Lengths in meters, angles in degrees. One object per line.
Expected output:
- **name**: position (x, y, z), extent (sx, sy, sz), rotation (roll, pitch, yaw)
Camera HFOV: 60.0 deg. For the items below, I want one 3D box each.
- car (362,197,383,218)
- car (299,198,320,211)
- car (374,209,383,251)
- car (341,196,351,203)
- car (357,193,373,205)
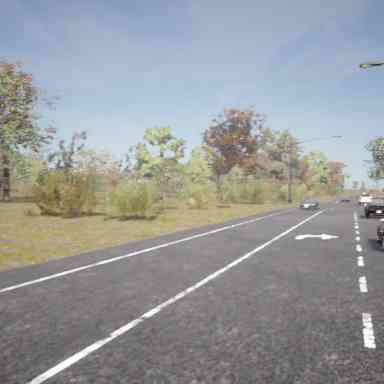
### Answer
- **car**: position (17.200, 1.561, 30.908), extent (1.882, 1.535, 5.008), rotation (1, 0, 26)
- **car**: position (14.569, 1.457, 41.114), extent (2.128, 1.511, 4.902), rotation (1, 0, 28)
- **car**: position (8.799, 1.621, 13.597), extent (1.994, 1.385, 4.181), rotation (1, 0, 26)
- **car**: position (33.862, 1.559, 73.278), extent (2.033, 1.411, 5.357), rotation (1, 1, 27)
- **car**: position (31.894, 1.312, 61.177), extent (2.150, 2.045, 5.566), rotation (1, 1, 26)
